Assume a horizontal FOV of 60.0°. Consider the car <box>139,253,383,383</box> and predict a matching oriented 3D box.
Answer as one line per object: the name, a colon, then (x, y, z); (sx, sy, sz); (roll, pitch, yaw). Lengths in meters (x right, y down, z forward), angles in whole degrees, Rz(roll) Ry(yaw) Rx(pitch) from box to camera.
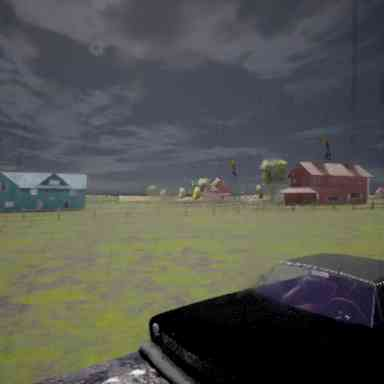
car: (1.755, 1.601, 4.361); (4.718, 1.301, 1.895); (0, 0, -36)
